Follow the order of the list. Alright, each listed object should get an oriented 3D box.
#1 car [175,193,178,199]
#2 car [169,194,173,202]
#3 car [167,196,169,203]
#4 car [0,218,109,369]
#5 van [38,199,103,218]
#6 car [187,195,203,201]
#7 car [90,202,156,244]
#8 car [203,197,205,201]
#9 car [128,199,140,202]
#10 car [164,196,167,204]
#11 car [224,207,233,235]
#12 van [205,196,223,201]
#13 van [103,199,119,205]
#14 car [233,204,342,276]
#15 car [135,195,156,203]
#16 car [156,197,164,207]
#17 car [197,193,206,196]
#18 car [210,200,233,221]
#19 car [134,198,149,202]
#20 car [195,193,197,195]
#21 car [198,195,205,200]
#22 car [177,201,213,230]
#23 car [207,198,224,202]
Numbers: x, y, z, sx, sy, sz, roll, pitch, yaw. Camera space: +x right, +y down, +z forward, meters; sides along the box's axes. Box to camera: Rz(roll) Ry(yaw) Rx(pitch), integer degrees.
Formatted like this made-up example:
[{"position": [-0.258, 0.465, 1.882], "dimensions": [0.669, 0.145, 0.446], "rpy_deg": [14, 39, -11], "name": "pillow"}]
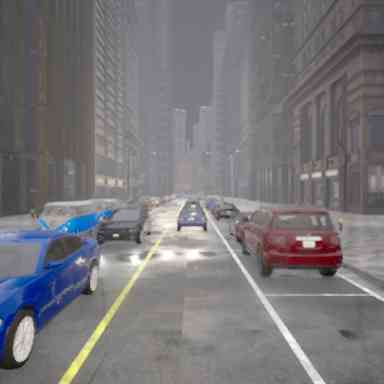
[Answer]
[{"position": [-5.786, 1.561, 94.330], "dimensions": [1.752, 1.417, 4.829], "rpy_deg": [0, 0, 0], "name": "car"}, {"position": [-5.780, 1.542, 71.855], "dimensions": [1.752, 1.417, 4.829], "rpy_deg": [0, 0, 0], "name": "car"}, {"position": [-5.777, 1.579, 60.787], "dimensions": [1.947, 1.339, 4.313], "rpy_deg": [0, 0, 0], "name": "car"}, {"position": [-3.094, 1.478, 5.924], "dimensions": [1.882, 1.535, 5.008], "rpy_deg": [0, 0, 0], "name": "car"}, {"position": [-5.766, 1.342, 15.837], "dimensions": [1.690, 1.788, 3.998], "rpy_deg": [0, 0, 0], "name": "van"}, {"position": [0.079, 1.514, 42.182], "dimensions": [1.837, 1.490, 4.892], "rpy_deg": [0, 1, 0], "name": "car"}, {"position": [-3.063, 1.478, 15.944], "dimensions": [1.882, 1.535, 5.008], "rpy_deg": [0, 0, 0], "name": "car"}, {"position": [2.752, 1.573, 43.948], "dimensions": [1.947, 1.339, 4.313], "rpy_deg": [0, 0, 0], "name": "car"}, {"position": [-5.769, 1.553, 27.074], "dimensions": [2.008, 1.369, 4.403], "rpy_deg": [0, 0, 0], "name": "car"}, {"position": [-5.776, 1.556, 55.168], "dimensions": [1.887, 1.381, 4.507], "rpy_deg": [0, 0, 0], "name": "car"}, {"position": [2.759, 1.583, 15.857], "dimensions": [1.802, 1.307, 4.206], "rpy_deg": [0, 0, 0], "name": "car"}, {"position": [2.753, 1.347, 38.330], "dimensions": [1.690, 1.788, 3.998], "rpy_deg": [0, 0, 0], "name": "van"}, {"position": [-5.767, 1.342, 21.455], "dimensions": [1.690, 1.788, 3.998], "rpy_deg": [0, 0, 0], "name": "van"}, {"position": [2.761, 1.315, 10.239], "dimensions": [2.192, 1.841, 5.009], "rpy_deg": [0, 0, 0], "name": "car"}, {"position": [-5.772, 1.320, 38.312], "dimensions": [2.192, 1.841, 5.009], "rpy_deg": [0, 0, 0], "name": "car"}, {"position": [-5.775, 1.449, 49.550], "dimensions": [1.967, 1.590, 4.097], "rpy_deg": [0, 0, 0], "name": "car"}, {"position": [2.742, 1.552, 83.447], "dimensions": [1.752, 1.417, 4.829], "rpy_deg": [0, 0, 0], "name": "car"}, {"position": [2.756, 1.568, 27.093], "dimensions": [1.947, 1.339, 4.313], "rpy_deg": [0, 0, 0], "name": "car"}, {"position": [-5.770, 1.570, 32.693], "dimensions": [1.947, 1.339, 4.313], "rpy_deg": [0, 0, 0], "name": "car"}, {"position": [2.740, 1.346, 88.896], "dimensions": [2.192, 1.841, 5.009], "rpy_deg": [0, 0, 0], "name": "car"}, {"position": [2.739, 1.587, 94.514], "dimensions": [2.008, 1.369, 4.403], "rpy_deg": [0, 0, 0], "name": "car"}, {"position": [0.023, 1.549, 20.966], "dimensions": [2.033, 1.411, 5.357], "rpy_deg": [0, 0, 0], "name": "car"}, {"position": [2.755, 1.549, 32.712], "dimensions": [1.887, 1.381, 4.507], "rpy_deg": [0, 0, 0], "name": "car"}]
